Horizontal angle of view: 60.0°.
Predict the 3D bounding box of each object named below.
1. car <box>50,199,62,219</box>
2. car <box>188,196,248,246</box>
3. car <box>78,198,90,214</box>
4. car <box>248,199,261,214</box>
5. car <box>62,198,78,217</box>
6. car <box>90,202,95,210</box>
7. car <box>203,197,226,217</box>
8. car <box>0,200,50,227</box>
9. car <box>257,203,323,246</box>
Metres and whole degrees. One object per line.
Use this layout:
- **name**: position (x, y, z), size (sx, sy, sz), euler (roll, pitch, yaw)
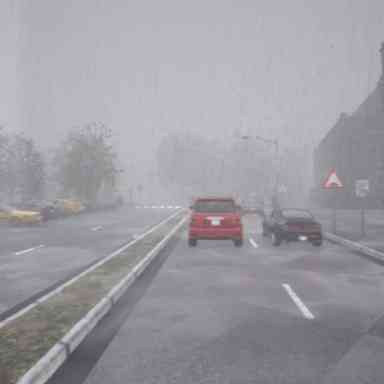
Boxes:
- **car**: position (-12.778, 1.468, 24.948), size (4.792, 1.488, 2.163), euler (0, 0, 4)
- **car**: position (1.044, 1.199, 15.021), size (2.150, 2.045, 5.566), euler (0, 0, 4)
- **car**: position (-12.390, 1.379, 30.438), size (5.008, 1.535, 2.097), euler (0, 1, 4)
- **car**: position (5.228, 1.335, 29.790), size (1.994, 1.385, 4.181), euler (0, 1, 4)
- **car**: position (-12.579, 1.410, 27.691), size (4.892, 1.521, 2.231), euler (0, 1, 4)
- **car**: position (-12.212, 1.348, 33.187), size (4.892, 1.521, 2.231), euler (0, 1, 4)
- **car**: position (1.984, 1.258, 29.992), size (1.882, 1.535, 5.008), euler (0, 1, 4)
- **car**: position (-12.741, 1.458, 22.180), size (5.366, 1.575, 1.946), euler (0, 0, 4)
- **car**: position (4.286, 1.448, 14.786), size (1.837, 1.490, 4.892), euler (0, 0, 4)
